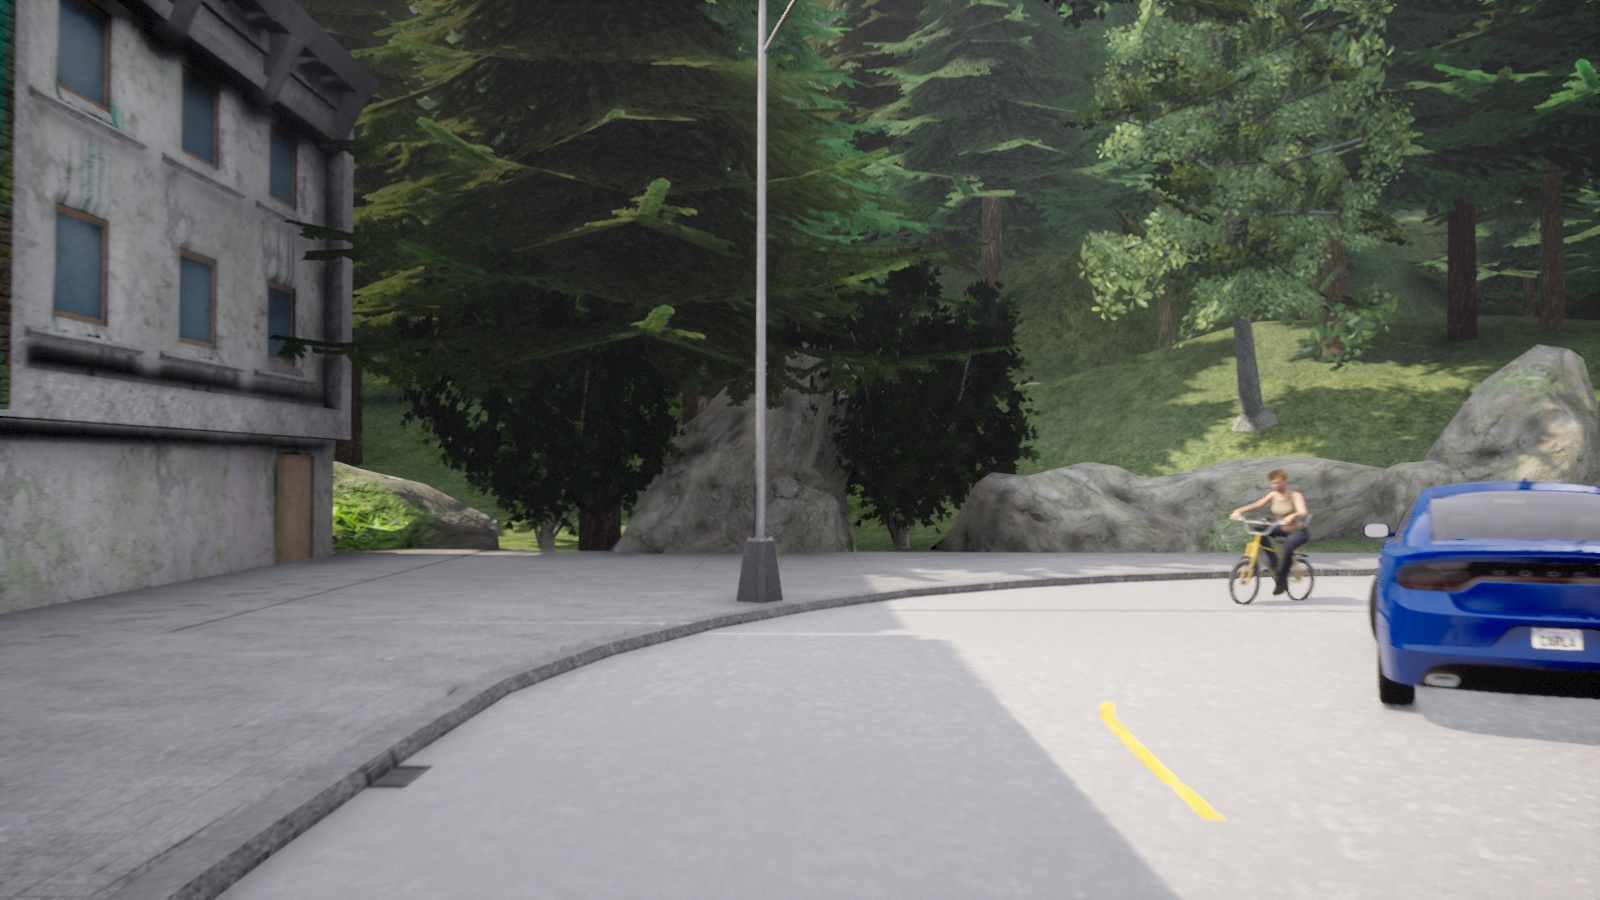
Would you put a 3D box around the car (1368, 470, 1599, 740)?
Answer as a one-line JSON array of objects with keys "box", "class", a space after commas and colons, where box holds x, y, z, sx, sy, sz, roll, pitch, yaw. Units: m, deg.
[{"box": [5.433, 0.932, 9.575, 1.882, 1.535, 5.008, -1, -1, 25], "class": "car"}]

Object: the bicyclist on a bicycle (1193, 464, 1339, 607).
[{"box": [5.590, 0.983, 15.071, 1.509, 1.612, 0.866, 0, 0, -30], "class": "bicyclist on a bicycle"}]
